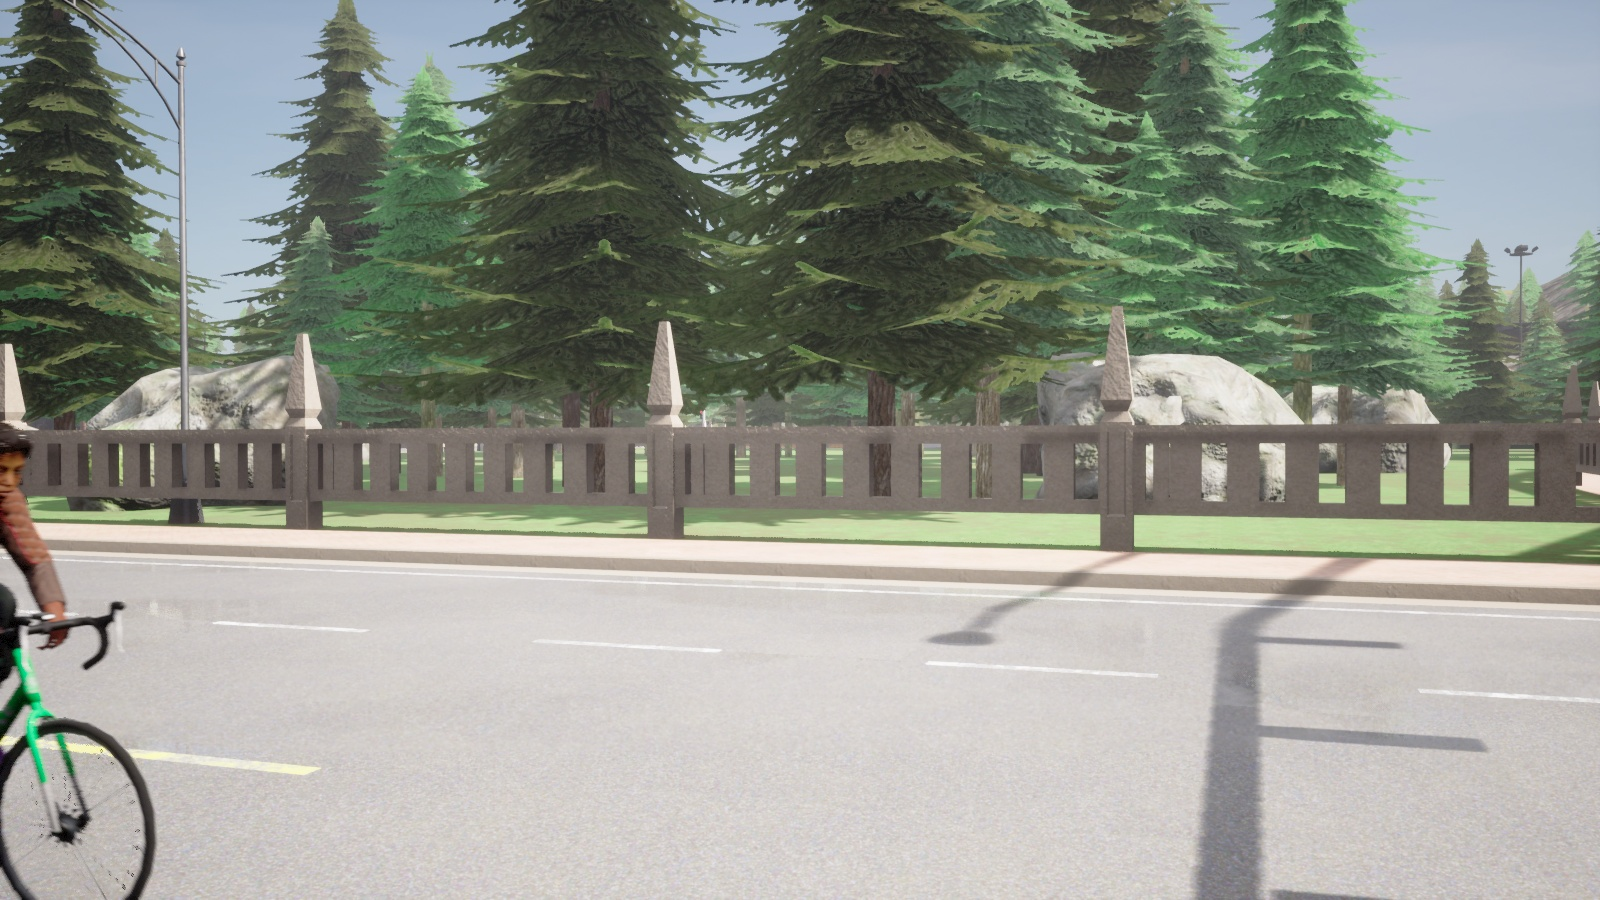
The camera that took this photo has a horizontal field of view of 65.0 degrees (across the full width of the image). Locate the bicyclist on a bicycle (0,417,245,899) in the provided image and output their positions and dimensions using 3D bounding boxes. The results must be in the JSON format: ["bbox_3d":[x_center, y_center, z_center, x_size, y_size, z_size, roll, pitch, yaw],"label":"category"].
[{"bbox_3d":[-2.696,0.704,4.099,1.656,1.620,0.582,1,1,19],"label":"bicyclist on a bicycle"}]
